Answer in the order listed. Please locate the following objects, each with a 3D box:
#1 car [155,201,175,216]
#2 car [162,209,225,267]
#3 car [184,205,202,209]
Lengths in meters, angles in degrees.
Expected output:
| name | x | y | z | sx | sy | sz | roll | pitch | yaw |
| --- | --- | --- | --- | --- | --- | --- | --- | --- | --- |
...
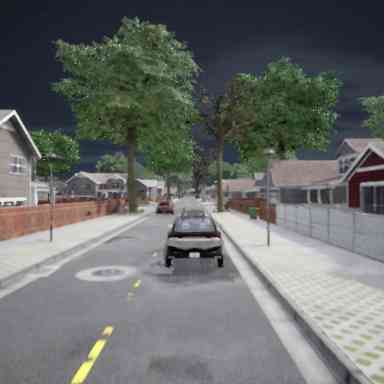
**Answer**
| name | x | y | z | sx | sy | sz | roll | pitch | yaw |
| --- | --- | --- | --- | --- | --- | --- | --- | --- | --- |
| car | -2.868 | 1.737 | 36.462 | 1.882 | 1.535 | 5.008 | 0 | 0 | 0 |
| car | 0.080 | 1.575 | 11.787 | 2.128 | 1.511 | 4.902 | 0 | 0 | 0 |
| car | 0.076 | 1.804 | 28.663 | 1.895 | 1.301 | 4.718 | 0 | 0 | 0 |
